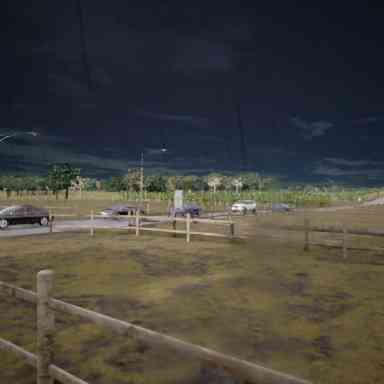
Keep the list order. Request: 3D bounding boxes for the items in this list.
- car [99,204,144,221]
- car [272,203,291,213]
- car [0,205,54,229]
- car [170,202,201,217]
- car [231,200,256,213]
[{"bbox_3d":[-6.760,1.950,32.251,2.128,1.511,4.902,1,-1,35],"label":"car"},{"bbox_3d":[16.060,2.779,59.498,2.097,1.767,4.553,1,-1,35],"label":"car"},{"bbox_3d":[-12.503,1.748,24.108,1.837,1.490,4.892,1,-1,35],"label":"car"},{"bbox_3d":[-0.769,2.056,40.734,2.097,1.767,4.553,1,-1,35],"label":"car"},{"bbox_3d":[8.417,2.334,53.602,2.150,2.045,5.566,1,-1,35],"label":"car"}]
